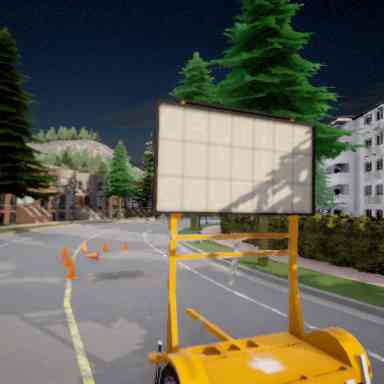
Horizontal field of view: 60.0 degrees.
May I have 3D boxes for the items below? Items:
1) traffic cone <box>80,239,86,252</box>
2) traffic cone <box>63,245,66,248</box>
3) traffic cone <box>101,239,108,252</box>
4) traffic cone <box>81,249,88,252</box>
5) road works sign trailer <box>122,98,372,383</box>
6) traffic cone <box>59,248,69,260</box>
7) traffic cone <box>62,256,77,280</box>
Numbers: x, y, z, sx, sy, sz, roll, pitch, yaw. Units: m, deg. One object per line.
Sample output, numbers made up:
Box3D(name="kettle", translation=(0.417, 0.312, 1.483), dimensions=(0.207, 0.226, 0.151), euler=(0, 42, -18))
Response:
Box3D(name="traffic cone", translation=(-5.221, 2.595, 16.084), dimensions=(0.340, 0.580, 0.340), euler=(2, -3, -24))
Box3D(name="traffic cone", translation=(-5.323, 2.490, 13.853), dimensions=(0.340, 0.580, 0.340), euler=(2, -3, -24))
Box3D(name="traffic cone", translation=(-4.305, 2.633, 16.489), dimensions=(0.340, 0.580, 0.340), euler=(3, -3, -24))
Box3D(name="traffic cone", translation=(-4.127, 2.621, 13.560), dimensions=(0.580, 0.340, 0.340), euler=(2, -3, -8))
Box3D(name="road works sign trailer", translation=(0.532, 0.697, 4.476), dimensions=(2.380, 3.560, 2.880), euler=(3, -3, -24))
Box3D(name="traffic cone", translation=(-4.512, 2.424, 12.026), dimensions=(0.340, 0.580, 0.340), euler=(2, -3, -24))
Box3D(name="traffic cone", translation=(-3.701, 2.358, 10.199), dimensions=(0.340, 0.580, 0.340), euler=(2, -3, -24))
